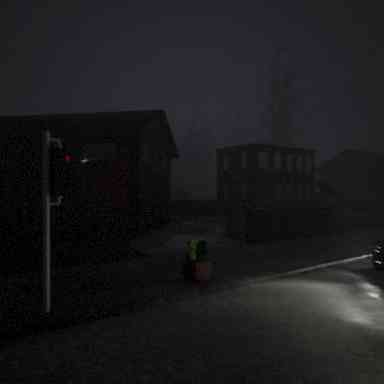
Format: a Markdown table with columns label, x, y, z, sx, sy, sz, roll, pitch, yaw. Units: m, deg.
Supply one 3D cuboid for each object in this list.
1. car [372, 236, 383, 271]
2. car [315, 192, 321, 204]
| label | x | y | z | sx | sy | sz | roll | pitch | yaw |
| --- | --- | --- | --- | --- | --- | --- | --- | --- | --- |
| car | 7.208 | 1.472 | 9.740 | 5.008 | 1.535 | 1.882 | 0 | 0 | -35 |
| car | 10.475 | 0.961 | 31.034 | 3.866 | 1.878 | 1.905 | 0 | 0 | -35 |
